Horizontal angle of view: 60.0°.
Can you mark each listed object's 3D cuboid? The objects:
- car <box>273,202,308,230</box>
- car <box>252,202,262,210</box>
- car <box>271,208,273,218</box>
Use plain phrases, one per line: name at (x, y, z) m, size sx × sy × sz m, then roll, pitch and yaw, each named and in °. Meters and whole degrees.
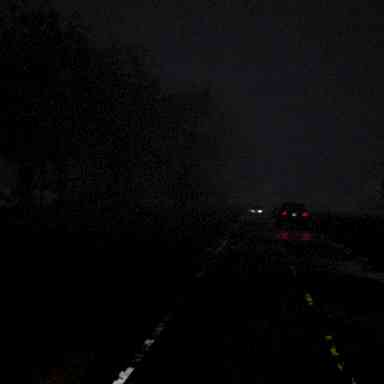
car at (8.005, 1.823, 26.947) m, size 2.150 × 2.045 × 5.566 m, roll 2°, pitch -1°, yaw 12°
car at (12.115, 2.667, 62.282) m, size 2.033 × 1.411 × 5.357 m, roll 2°, pitch -1°, yaw 11°
car at (10.664, 2.413, 40.415) m, size 1.994 × 1.385 × 4.181 m, roll 2°, pitch 0°, yaw 11°
